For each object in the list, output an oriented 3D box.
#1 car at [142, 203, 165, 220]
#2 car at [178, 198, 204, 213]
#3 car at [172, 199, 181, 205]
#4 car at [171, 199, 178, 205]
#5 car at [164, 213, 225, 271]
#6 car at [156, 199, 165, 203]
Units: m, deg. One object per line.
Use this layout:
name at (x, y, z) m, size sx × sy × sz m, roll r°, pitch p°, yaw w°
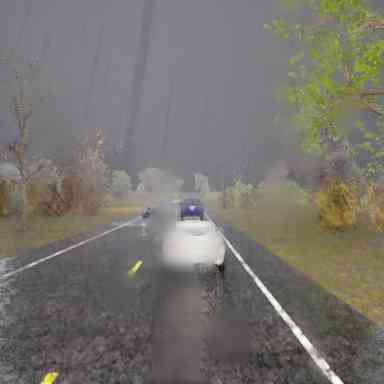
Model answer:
car at (-3.712, 2.013, 32.634) m, size 1.895 × 1.301 × 4.718 m, roll 0°, pitch -1°, yaw 0°
car at (-0.001, 1.636, 32.754) m, size 2.150 × 2.045 × 5.566 m, roll 0°, pitch -1°, yaw 0°
car at (-3.814, 2.442, 81.810) m, size 1.895 × 1.301 × 4.718 m, roll 0°, pitch -1°, yaw 0°
car at (-3.668, 2.294, 74.490) m, size 1.895 × 1.301 × 4.718 m, roll 0°, pitch -1°, yaw -2°
car at (0.069, 1.672, 11.361) m, size 1.812 × 1.442 × 4.674 m, roll 0°, pitch -1°, yaw 0°
car at (-6.923, 2.325, 73.062) m, size 1.812 × 1.442 × 4.674 m, roll 0°, pitch -1°, yaw -6°
